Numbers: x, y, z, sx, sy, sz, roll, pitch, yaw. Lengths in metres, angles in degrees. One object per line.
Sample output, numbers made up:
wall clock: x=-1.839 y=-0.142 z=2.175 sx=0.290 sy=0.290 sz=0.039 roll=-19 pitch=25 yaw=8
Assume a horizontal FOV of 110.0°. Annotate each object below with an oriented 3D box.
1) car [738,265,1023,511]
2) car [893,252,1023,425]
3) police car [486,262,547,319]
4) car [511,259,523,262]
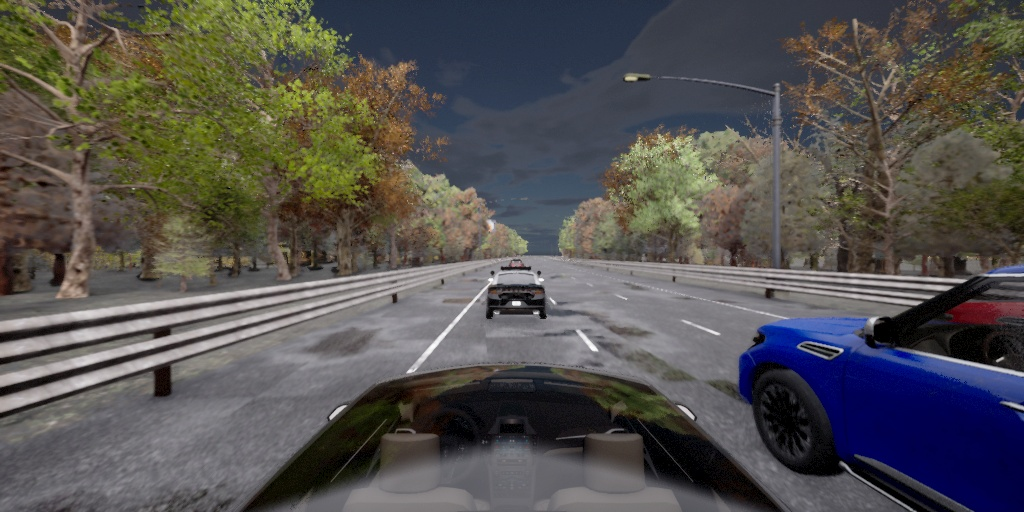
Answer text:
car: x=3.602 y=0.970 z=1.621 sx=2.150 sy=2.045 sz=5.566 roll=0 pitch=0 yaw=0
car: x=7.105 y=0.972 z=2.899 sx=2.150 sy=2.045 sz=5.566 roll=0 pitch=0 yaw=0
police car: x=0.144 y=1.174 z=13.014 sx=1.930 sy=1.638 sz=5.238 roll=0 pitch=0 yaw=0
car: x=0.573 y=1.176 z=44.564 sx=2.033 sy=1.649 sz=4.856 roll=0 pitch=0 yaw=1
